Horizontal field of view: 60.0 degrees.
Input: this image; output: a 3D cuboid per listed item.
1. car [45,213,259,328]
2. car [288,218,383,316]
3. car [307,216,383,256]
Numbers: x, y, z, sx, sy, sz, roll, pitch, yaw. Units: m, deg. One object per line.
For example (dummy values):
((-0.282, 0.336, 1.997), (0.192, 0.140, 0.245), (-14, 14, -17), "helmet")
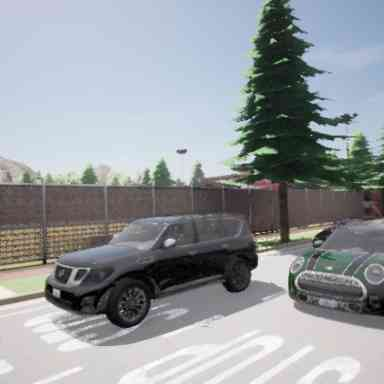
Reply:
((-0.602, 1.607, 8.298), (5.566, 2.045, 2.150), (1, -3, -43), "car")
((4.232, 1.578, 8.054), (4.553, 1.767, 2.097), (1, -3, -44), "car")
((7.951, 2.010, 16.380), (5.357, 1.411, 2.033), (1, -3, -44), "car")
